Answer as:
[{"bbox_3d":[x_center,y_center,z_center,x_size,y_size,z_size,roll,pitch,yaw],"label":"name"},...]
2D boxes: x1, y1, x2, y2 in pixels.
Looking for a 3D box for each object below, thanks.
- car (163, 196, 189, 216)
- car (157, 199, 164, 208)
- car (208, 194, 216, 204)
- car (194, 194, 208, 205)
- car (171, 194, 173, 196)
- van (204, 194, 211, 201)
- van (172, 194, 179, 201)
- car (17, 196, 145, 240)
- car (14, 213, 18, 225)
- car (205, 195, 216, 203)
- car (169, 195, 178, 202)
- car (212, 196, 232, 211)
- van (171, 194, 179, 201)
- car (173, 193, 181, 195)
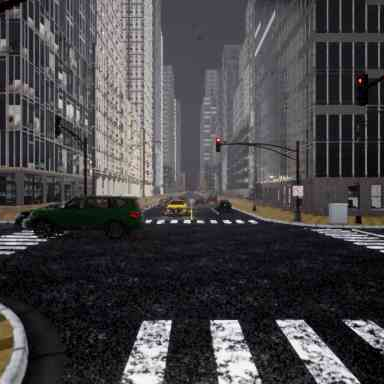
[{"bbox_3d":[-1.487,1.494,33.325,1.882,1.535,5.008,0,0,0],"label":"car"},{"bbox_3d":[-4.009,1.592,47.319,1.802,1.307,4.206,0,0,0],"label":"car"},{"bbox_3d":[3.807,1.312,63.931,2.192,1.841,5.009,0,0,0],"label":"car"},{"bbox_3d":[1.358,1.549,60.006,2.033,1.411,5.357,0,0,0],"label":"car"},{"bbox_3d":[-4.073,1.563,63.901,1.947,1.339,4.313,0,0,0],"label":"car"},{"bbox_3d":[3.743,1.320,80.515,1.690,1.788,3.998,0,0,0],"label":"van"},{"bbox_3d":[-4.158,1.314,86.012,1.690,1.788,3.998,0,0,0],"label":"van"},{"bbox_3d":[-5.146,1.182,16.458,5.566,2.045,2.150,1,-1,-3],"label":"car"},{"bbox_3d":[-7.810,1.414,19.577,4.892,1.490,1.837,2,0,-3],"label":"car"},{"bbox_3d":[3.786,1.432,69.460,1.967,1.590,4.097,0,0,0],"label":"car"},{"bbox_3d":[-4.116,1.426,74.957,1.967,1.590,4.097,0,0,0],"label":"car"},{"bbox_3d":[3.942,1.579,41.823,1.947,1.339,4.313,0,0,0],"label":"car"},{"bbox_3d":[-4.137,1.320,80.484,1.690,1.788,3.998,0,0,0],"label":"van"},{"bbox_3d":[-1.555,1.359,53.395,2.097,1.767,4.553,0,0,0],"label":"car"}]
